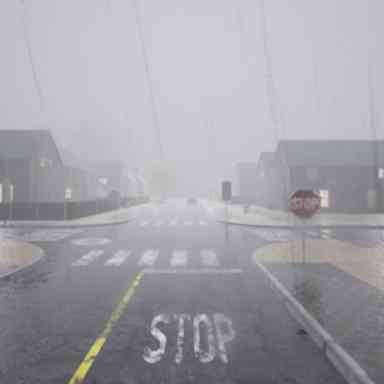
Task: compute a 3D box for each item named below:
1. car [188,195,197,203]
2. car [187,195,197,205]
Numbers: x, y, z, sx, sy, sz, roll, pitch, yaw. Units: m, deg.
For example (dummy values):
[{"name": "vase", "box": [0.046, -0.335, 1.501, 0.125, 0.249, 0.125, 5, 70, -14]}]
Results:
[{"name": "car", "box": [0.024, 1.424, 71.486, 1.882, 1.535, 5.008, 0, 0, 0]}, {"name": "car", "box": [0.020, 1.553, 61.065, 2.128, 1.511, 4.902, 0, 0, 0]}]
